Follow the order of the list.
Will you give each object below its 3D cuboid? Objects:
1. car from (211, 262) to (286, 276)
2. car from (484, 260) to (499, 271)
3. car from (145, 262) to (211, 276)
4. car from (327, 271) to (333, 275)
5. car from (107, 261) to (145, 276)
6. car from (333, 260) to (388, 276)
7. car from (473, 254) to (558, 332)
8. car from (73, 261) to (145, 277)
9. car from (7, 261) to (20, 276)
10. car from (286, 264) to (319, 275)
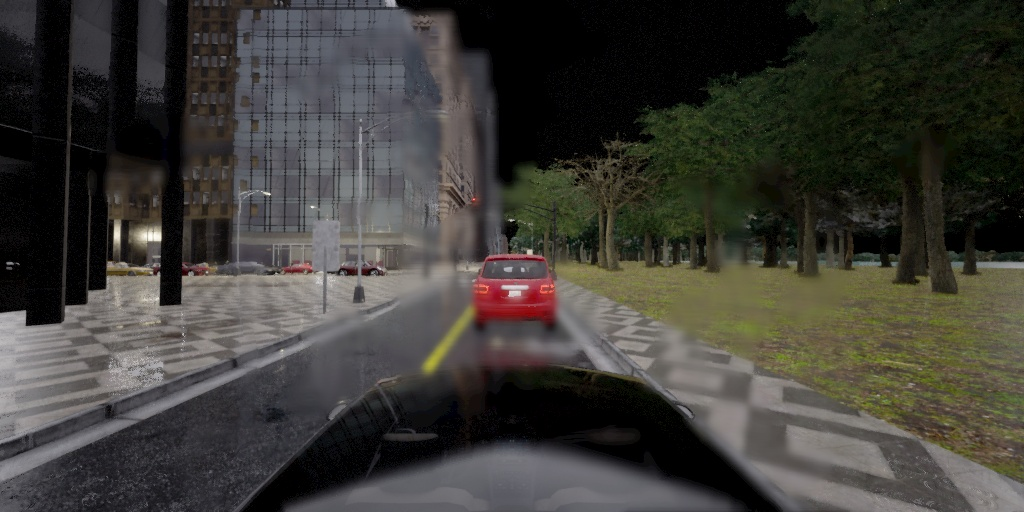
[{"bbox_3d":[-25.863,1.315,35.322,5.357,1.411,2.033,0,-2,0],"label":"car"},{"bbox_3d":[-3.046,1.395,53.077,2.033,1.411,5.357,0,0,-3],"label":"car"},{"bbox_3d":[-29.933,1.243,32.637,4.507,1.381,1.888,0,0,0],"label":"car"},{"bbox_3d":[-15.378,1.310,35.376,5.357,1.411,2.033,0,-2,5],"label":"car"},{"bbox_3d":[-35.250,1.227,32.636,4.829,1.417,1.751,0,0,0],"label":"car"},{"bbox_3d":[-13.502,1.129,32.639,4.097,1.591,1.967,0,0,-1],"label":"car"},{"bbox_3d":[0.102,0.976,11.041,2.150,2.045,5.566,0,0,0],"label":"car"},{"bbox_3d":[-39.626,1.254,35.340,5.008,1.535,1.882,1,-2,0],"label":"car"},{"bbox_3d":[-46.396,1.147,32.635,4.097,1.591,1.967,0,0,0],"label":"car"},{"bbox_3d":[-24.442,1.504,41.160,4.207,1.307,1.802,0,0,0],"label":"car"}]
